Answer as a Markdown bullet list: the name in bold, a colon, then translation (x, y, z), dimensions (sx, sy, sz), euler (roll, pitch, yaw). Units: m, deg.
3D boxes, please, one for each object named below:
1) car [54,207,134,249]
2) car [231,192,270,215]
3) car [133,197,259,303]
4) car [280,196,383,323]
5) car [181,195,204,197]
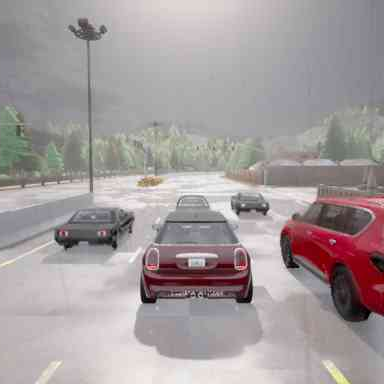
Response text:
- **car**: translation (-3.443, 1.218, 12.758), dimensions (1.895, 1.301, 4.718), euler (0, 3, 0)
- **car**: translation (3.555, 0.646, 21.241), dimensions (1.895, 1.301, 4.718), euler (0, 4, 1)
- **car**: translation (0.078, 1.191, 8.013), dimensions (2.097, 1.767, 4.553), euler (0, 2, 0)
- **car**: translation (3.580, 1.091, 7.105), dimensions (2.150, 2.045, 5.566), euler (0, 2, 0)
- **car**: translation (0.036, 0.857, 17.395), dimensions (2.033, 1.411, 5.357), euler (0, 4, 0)
